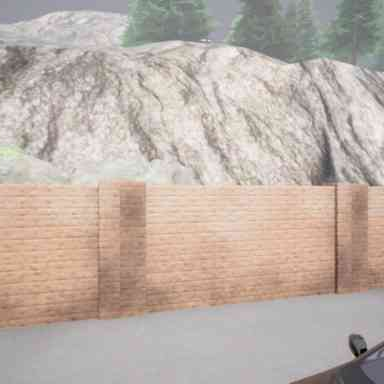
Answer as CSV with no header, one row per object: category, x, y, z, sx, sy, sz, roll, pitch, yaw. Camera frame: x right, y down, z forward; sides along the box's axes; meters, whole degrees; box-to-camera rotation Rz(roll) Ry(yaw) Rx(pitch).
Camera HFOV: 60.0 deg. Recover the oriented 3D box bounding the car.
car,2.235,1.492,1.870,4.902,1.511,2.128,0,0,-18
